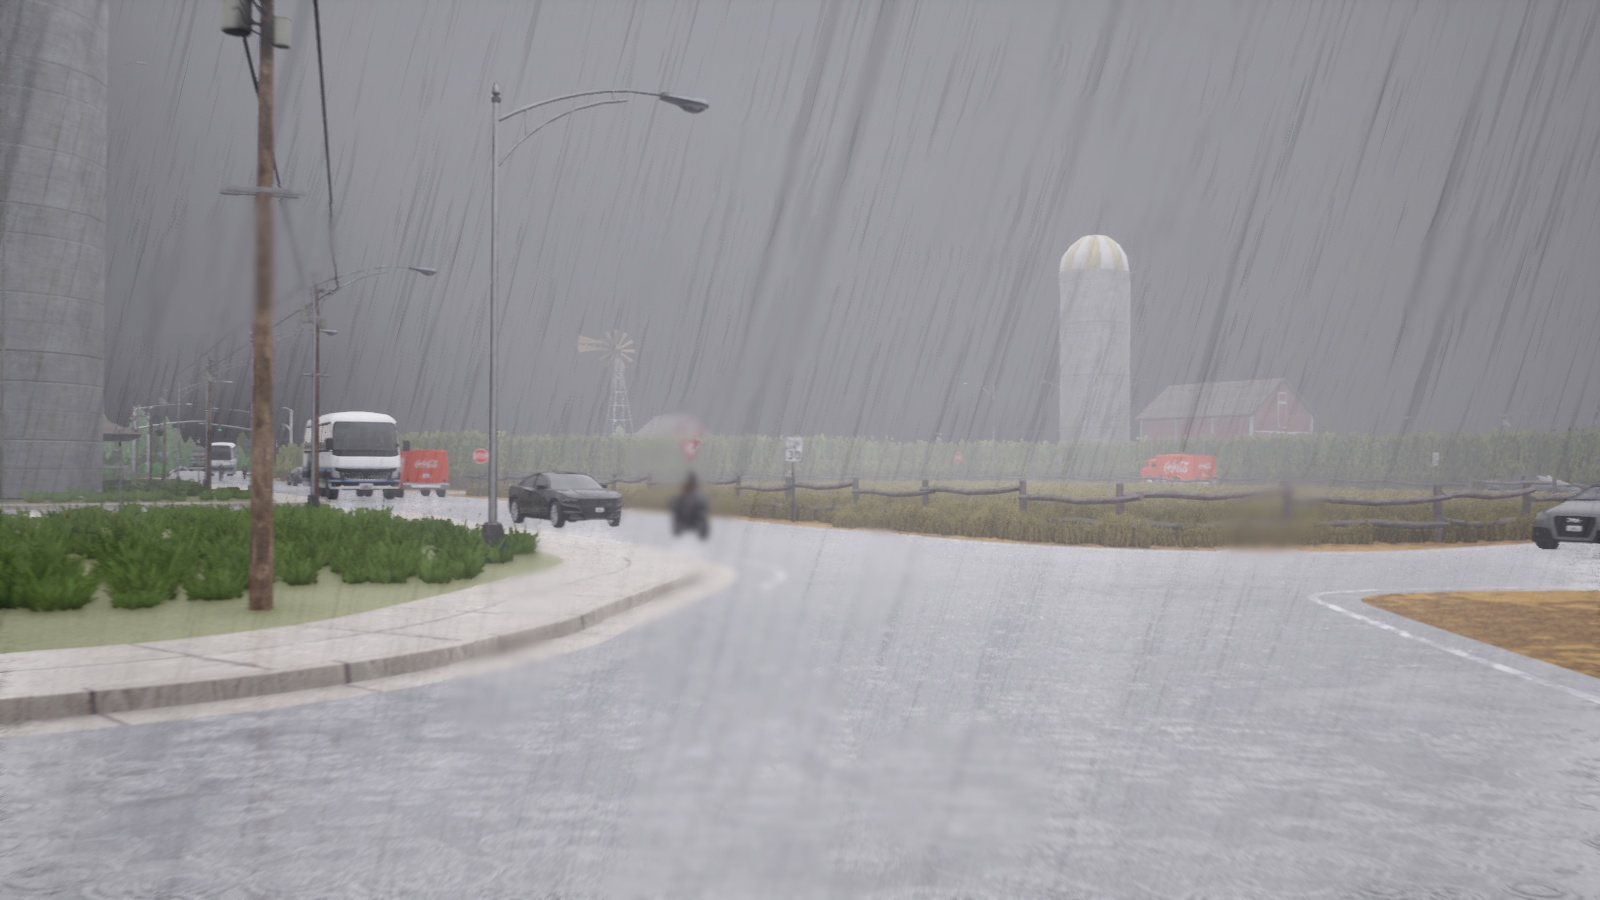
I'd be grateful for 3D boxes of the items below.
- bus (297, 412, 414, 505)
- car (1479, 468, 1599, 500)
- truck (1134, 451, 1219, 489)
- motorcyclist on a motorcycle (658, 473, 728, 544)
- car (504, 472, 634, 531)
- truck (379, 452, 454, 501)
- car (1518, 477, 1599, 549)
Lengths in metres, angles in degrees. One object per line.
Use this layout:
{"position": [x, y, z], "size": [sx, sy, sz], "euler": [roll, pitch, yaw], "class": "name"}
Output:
{"position": [-22.513, 0.466, 63.158], "size": [3.944, 4.253, 10.273], "euler": [0, -1, -29], "class": "bus"}
{"position": [35.830, 1.613, 60.795], "size": [2.163, 1.488, 4.792], "euler": [0, -1, -30], "class": "car"}
{"position": [25.500, 1.344, 85.245], "size": [2.627, 2.467, 5.204], "euler": [0, 0, -30], "class": "truck"}
{"position": [-2.427, 1.282, 28.304], "size": [0.797, 1.523, 2.044], "euler": [0, -1, -30], "class": "motorcyclist on a motorcycle"}
{"position": [-6.619, 1.390, 35.512], "size": [1.882, 1.535, 5.008], "euler": [0, -1, -32], "class": "car"}
{"position": [-20.211, 1.386, 66.071], "size": [2.627, 2.467, 5.204], "euler": [1, -1, -30], "class": "truck"}
{"position": [17.103, 1.272, 26.203], "size": [4.181, 1.385, 1.994], "euler": [0, -1, -33], "class": "car"}
